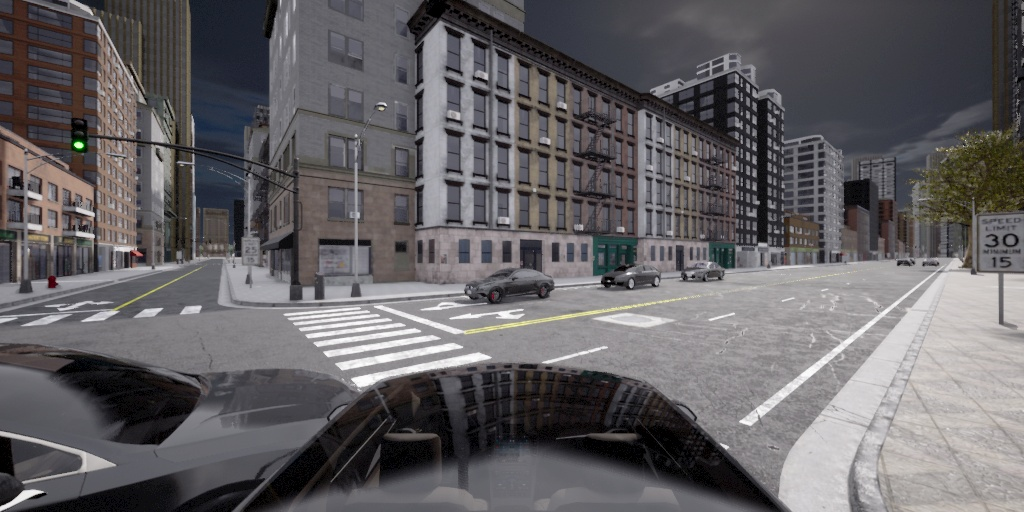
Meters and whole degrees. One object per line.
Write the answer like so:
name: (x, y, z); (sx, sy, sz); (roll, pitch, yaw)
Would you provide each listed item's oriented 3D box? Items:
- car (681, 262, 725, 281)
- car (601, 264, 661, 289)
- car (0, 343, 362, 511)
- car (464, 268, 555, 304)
car: (15.710, 1.233, 29.435); (4.902, 1.511, 2.128); (0, 0, -39)
car: (7.690, 1.256, 22.977); (4.892, 1.490, 1.837); (0, 0, -39)
car: (-3.219, 1.257, 1.799); (4.892, 1.490, 1.837); (0, 0, -34)
car: (-0.012, 1.286, 16.765); (4.674, 1.442, 1.812); (0, 0, -39)
